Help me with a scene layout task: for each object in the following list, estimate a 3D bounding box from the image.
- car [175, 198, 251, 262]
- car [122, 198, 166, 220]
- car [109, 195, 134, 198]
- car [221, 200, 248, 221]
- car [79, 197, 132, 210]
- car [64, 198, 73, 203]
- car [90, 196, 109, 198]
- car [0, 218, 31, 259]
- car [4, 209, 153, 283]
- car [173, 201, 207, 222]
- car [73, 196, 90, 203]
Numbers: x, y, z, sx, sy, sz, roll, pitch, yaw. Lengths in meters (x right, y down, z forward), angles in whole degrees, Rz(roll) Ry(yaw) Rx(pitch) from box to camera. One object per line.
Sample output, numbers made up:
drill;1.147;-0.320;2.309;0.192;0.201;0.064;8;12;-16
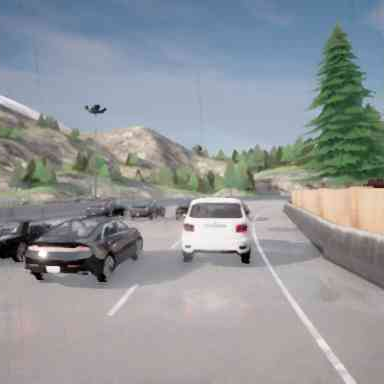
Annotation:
car;0.978;1.228;12.325;2.150;2.045;5.566;0;0;7
car;-3.581;1.492;27.615;2.128;1.511;4.902;0;0;12
car;-10.794;1.342;53.477;2.097;1.767;4.553;0;0;21
car;3.720;1.498;28.261;1.882;1.535;5.008;0;0;12
car;-7.065;1.482;28.066;2.128;1.511;4.902;0;0;12
car;-20.060;1.513;58.721;2.033;1.411;5.357;0;0;21
car;-14.054;1.458;54.741;1.882;1.535;5.008;0;0;21
car;-6.094;1.588;11.949;1.895;1.301;4.718;0;0;6
car;-2.804;1.488;9.717;2.128;1.511;4.902;0;0;6
car;-0.040;1.514;27.452;1.837;1.490;4.892;0;0;12
car;-17.175;1.464;56.387;2.128;1.511;4.902;0;0;21
